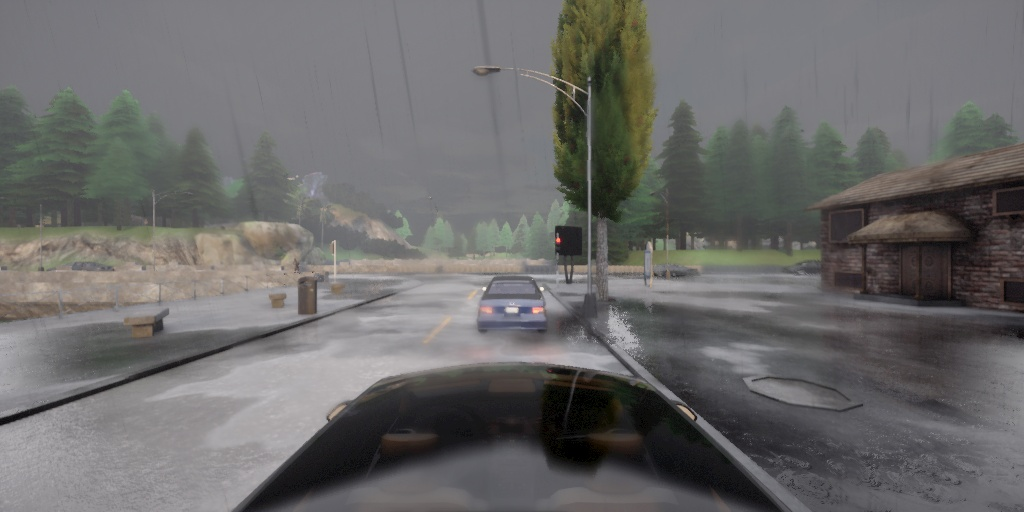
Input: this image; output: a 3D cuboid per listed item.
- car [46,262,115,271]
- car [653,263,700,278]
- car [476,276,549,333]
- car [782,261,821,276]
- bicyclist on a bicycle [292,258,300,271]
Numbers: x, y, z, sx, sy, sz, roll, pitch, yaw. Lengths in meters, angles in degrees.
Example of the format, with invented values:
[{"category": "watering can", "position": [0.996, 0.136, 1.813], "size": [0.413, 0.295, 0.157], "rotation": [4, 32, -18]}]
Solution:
[{"category": "car", "position": [-43.713, 1.291, 36.388], "size": [5.357, 1.411, 2.033], "rotation": [0, 0, 0]}, {"category": "car", "position": [14.551, 1.308, 32.291], "size": [4.181, 1.385, 1.994], "rotation": [0, 0, 0]}, {"category": "car", "position": [0.027, 1.296, 10.743], "size": [2.033, 1.411, 5.357], "rotation": [0, 0, 0]}, {"category": "car", "position": [30.213, 1.247, 36.456], "size": [4.892, 1.490, 1.837], "rotation": [0, 0, 0]}, {"category": "bicyclist on a bicycle", "position": [-24.512, 1.091, 40.678], "size": [0.582, 1.620, 1.656], "rotation": [0, 0, 0]}]
